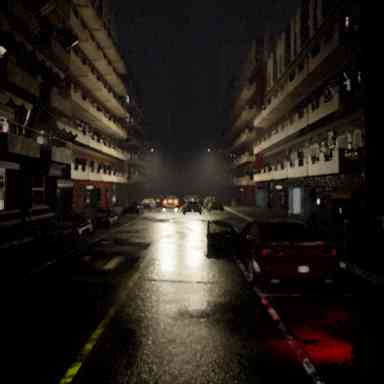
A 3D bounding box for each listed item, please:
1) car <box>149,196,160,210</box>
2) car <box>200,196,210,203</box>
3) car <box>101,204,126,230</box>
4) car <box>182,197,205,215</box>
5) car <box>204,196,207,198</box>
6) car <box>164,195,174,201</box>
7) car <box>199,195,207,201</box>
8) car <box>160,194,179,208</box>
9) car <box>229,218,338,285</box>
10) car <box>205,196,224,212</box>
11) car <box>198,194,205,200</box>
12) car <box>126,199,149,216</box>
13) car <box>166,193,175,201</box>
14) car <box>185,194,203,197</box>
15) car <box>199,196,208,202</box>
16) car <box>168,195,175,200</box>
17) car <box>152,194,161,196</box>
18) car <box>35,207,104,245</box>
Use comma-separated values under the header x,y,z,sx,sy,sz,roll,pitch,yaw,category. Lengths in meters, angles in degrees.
x,y,z,sx,sy,sz,roll,pitch,yaw,category
-5.707,1.556,43.514,2.008,1.369,4.403,-1,0,0,car
2.669,1.577,71.497,1.947,1.339,4.313,-1,0,0,car
-5.703,1.584,21.106,1.802,1.307,4.206,-1,0,0,car
0.045,1.530,33.781,1.812,1.442,4.674,0,0,0,car
2.673,1.571,43.487,1.947,1.339,4.313,-1,0,0,car
-5.713,1.565,82.728,2.008,1.369,4.403,-1,0,0,car
2.667,1.539,82.871,1.752,1.417,4.829,-1,0,0,car
-3.008,1.357,48.147,2.097,1.767,4.553,0,0,0,car
2.359,1.479,9.506,1.882,1.535,5.008,0,0,0,car
2.674,1.530,38.055,1.752,1.417,4.829,-1,0,0,car
2.663,1.458,93.905,1.967,1.590,4.097,-1,0,0,car
-5.705,1.554,32.310,2.008,1.369,4.403,-1,0,0,car
-5.718,1.331,88.331,2.192,1.841,5.009,-1,0,0,car
0.003,1.229,45.841,2.150,2.045,5.566,0,0,0,car
2.668,1.563,77.100,2.008,1.369,4.403,-1,0,0,car
-5.715,1.599,93.932,1.802,1.307,4.206,-1,0,0,car
-5.712,1.322,54.718,2.192,1.841,5.009,-1,0,0,car
-5.702,1.583,15.504,1.802,1.307,4.206,-1,0,0,car
